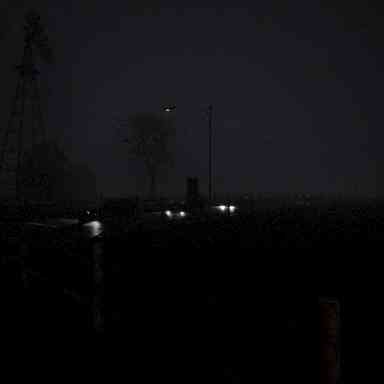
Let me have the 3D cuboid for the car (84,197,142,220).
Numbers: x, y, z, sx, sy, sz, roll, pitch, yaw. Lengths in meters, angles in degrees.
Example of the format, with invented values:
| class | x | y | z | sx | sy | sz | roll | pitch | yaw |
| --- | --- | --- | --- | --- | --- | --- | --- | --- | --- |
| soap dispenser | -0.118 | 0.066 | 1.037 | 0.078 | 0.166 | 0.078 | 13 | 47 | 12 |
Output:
| class | x | y | z | sx | sy | sz | roll | pitch | yaw |
| --- | --- | --- | --- | --- | --- | --- | --- | --- | --- |
| car | -5.992 | 1.206 | 25.663 | 1.837 | 1.490 | 4.892 | 1 | 2 | 35 |

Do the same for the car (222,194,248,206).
| class | x | y | z | sx | sy | sz | roll | pitch | yaw |
| --- | --- | --- | --- | --- | --- | --- | --- | --- | --- |
| car | 5.424 | 1.005 | 41.760 | 1.994 | 1.385 | 4.181 | 1 | 2 | 35 |

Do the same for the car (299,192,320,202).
| class | x | y | z | sx | sy | sz | roll | pitch | yaw |
| --- | --- | --- | --- | --- | --- | --- | --- | --- | --- |
| car | 18.910 | 0.800 | 54.392 | 1.812 | 1.442 | 4.674 | 1 | 2 | 35 |

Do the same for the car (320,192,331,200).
| class | x | y | z | sx | sy | sz | roll | pitch | yaw |
| --- | --- | --- | --- | --- | --- | --- | --- | --- | --- |
| car | 24.707 | 0.710 | 62.577 | 1.994 | 1.385 | 4.181 | 1 | 1 | 36 |

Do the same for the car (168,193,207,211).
| class | x | y | z | sx | sy | sz | roll | pitch | yaw |
| --- | --- | --- | --- | --- | --- | --- | --- | --- | --- |
| car | -0.350 | 0.924 | 33.614 | 2.097 | 1.767 | 4.553 | 1 | 2 | 35 |
